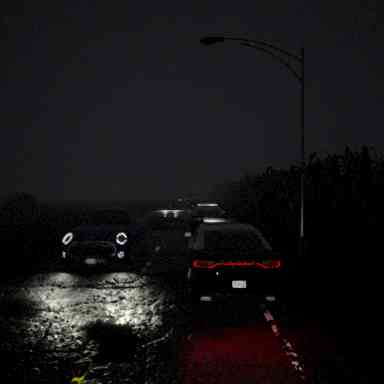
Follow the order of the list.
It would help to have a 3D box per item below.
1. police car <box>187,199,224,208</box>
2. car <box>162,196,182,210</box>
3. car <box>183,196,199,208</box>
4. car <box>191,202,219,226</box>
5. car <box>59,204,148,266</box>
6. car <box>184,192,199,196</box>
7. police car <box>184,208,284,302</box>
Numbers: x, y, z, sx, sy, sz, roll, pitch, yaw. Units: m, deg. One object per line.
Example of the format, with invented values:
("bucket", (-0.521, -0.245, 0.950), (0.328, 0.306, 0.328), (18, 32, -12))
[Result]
("police car", (0.853, 1.415, 18.454), (1.930, 1.638, 5.238), (0, 0, 0))
("car", (-2.684, 1.520, 42.401), (1.994, 1.385, 4.181), (0, 0, 0))
("car", (0.116, 1.549, 46.088), (1.895, 1.301, 4.718), (0, 0, 1))
("car", (0.862, 1.509, 24.344), (1.812, 1.442, 4.674), (0, 0, 0))
("car", (-2.833, 1.348, 11.569), (2.097, 1.767, 4.553), (0, 0, 0))
("car", (0.093, 1.134, 60.053), (2.150, 2.045, 5.566), (0, 0, 0))
("police car", (0.837, 1.423, 8.455), (1.930, 1.638, 5.238), (0, 0, 0))
